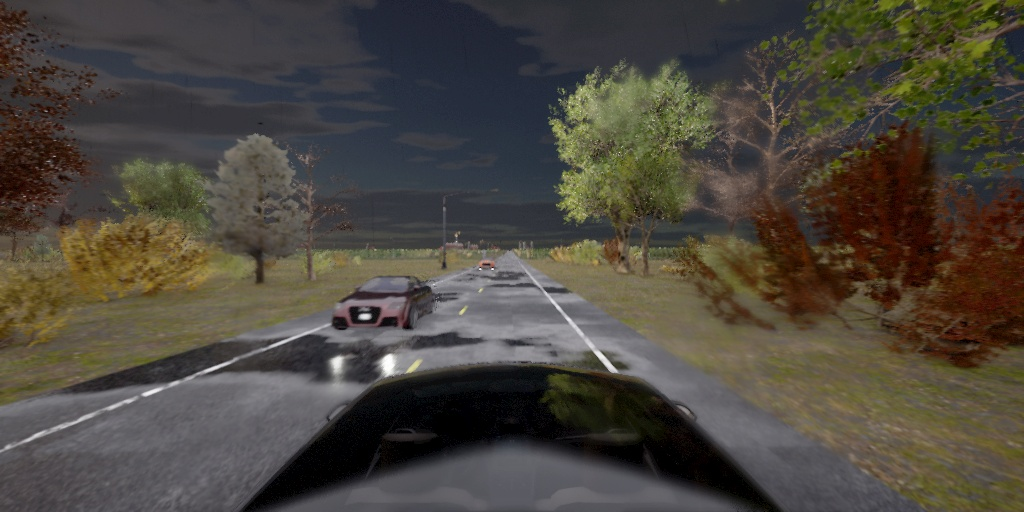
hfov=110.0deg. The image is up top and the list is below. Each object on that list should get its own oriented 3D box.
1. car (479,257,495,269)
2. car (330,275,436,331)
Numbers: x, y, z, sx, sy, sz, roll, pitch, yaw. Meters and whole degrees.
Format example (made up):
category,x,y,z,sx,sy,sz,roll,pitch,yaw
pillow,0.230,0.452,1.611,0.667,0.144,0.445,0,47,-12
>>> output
category,x,y,z,sx,sy,sz,roll,pitch,yaw
car,-3.576,0.881,52.167,2.097,1.767,4.553,0,0,0
car,-3.599,1.282,10.758,1.994,1.385,4.181,0,0,0
